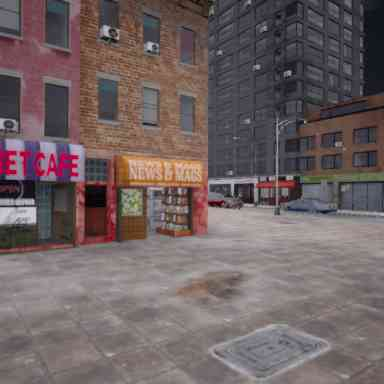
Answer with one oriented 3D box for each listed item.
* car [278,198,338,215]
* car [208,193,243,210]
[{"bbox_3d":[10.307,1.236,29.956,2.033,1.411,5.357,1,1,-35],"label":"car"},{"bbox_3d":[3.275,0.886,34.790,2.097,1.767,4.553,1,1,-35],"label":"car"}]
